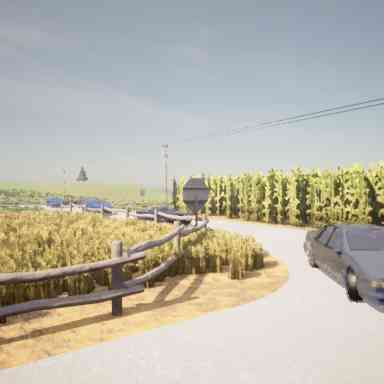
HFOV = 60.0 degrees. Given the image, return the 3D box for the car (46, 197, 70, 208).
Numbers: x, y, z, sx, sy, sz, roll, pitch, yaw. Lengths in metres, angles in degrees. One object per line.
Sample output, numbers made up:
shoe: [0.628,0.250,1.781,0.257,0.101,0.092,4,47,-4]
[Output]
car: [-19.332,1.481,47.302,1.882,1.535,5.008,0,0,-35]

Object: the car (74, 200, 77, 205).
car: [-14.279,1.526,45.785,1.812,1.442,4.674,0,0,-35]

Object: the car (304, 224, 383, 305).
car: [4.300,1.547,8.412,2.033,1.411,5.357,0,0,5]

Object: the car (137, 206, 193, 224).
car: [-1.889,1.601,22.470,1.895,1.301,4.718,0,0,-35]

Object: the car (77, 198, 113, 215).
car: [-9.519,1.478,33.272,1.882,1.535,5.008,0,0,-35]

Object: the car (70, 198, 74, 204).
car: [-20.538,1.601,53.598,4.718,1.301,1.895,0,0,33]
